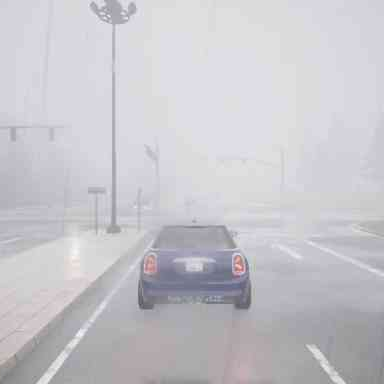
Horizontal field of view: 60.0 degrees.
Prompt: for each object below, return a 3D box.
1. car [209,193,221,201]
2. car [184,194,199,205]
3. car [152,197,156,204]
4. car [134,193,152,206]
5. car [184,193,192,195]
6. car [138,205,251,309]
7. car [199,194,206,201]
[{"bbox_3d":[6.226,1.215,85.128,2.150,2.045,5.566,0,0,-1],"label":"car"},{"bbox_3d":[-0.245,1.526,54.827,1.812,1.442,4.674,0,0,-1],"label":"car"},{"bbox_3d":[-8.466,1.564,65.603,1.994,1.385,4.181,0,0,0],"label":"car"},{"bbox_3d":[-8.344,1.352,55.657,2.097,1.767,4.553,0,0,-1],"label":"car"},{"bbox_3d":[-0.779,1.489,85.331,1.837,1.490,4.892,0,0,-1],"label":"car"},{"bbox_3d":[0.058,1.352,8.008,2.097,1.767,4.553,0,0,0],"label":"car"},{"bbox_3d":[2.720,1.513,85.394,1.812,1.442,4.674,0,0,-1],"label":"car"}]
